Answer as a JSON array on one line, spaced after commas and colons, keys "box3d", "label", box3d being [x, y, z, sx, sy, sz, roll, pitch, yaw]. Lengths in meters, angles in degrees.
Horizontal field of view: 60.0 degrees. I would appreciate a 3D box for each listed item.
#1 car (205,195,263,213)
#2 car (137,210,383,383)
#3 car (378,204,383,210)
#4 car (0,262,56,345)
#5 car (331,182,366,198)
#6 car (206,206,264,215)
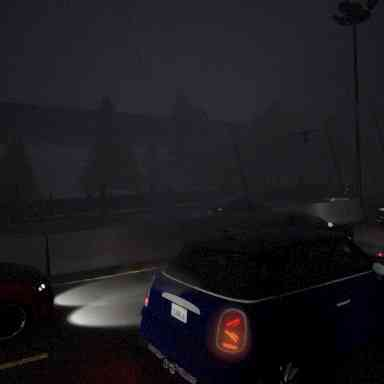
[{"box3d": [3.069, 0.988, 23.516, 4.674, 1.442, 1.812, -4, 2, -36], "label": "car"}, {"box3d": [1.581, 1.313, 4.907, 4.553, 1.767, 2.097, -1, 1, -36], "label": "car"}, {"box3d": [10.679, 0.865, 15.816, 4.902, 1.511, 2.128, -4, 2, -36], "label": "car"}, {"box3d": [-4.314, 1.565, 4.975, 4.181, 1.385, 1.994, 0, 0, -35], "label": "car"}, {"box3d": [18.228, -0.332, 38.830, 4.553, 1.767, 2.097, -4, 2, -36], "label": "car"}, {"box3d": [3.058, 1.321, 10.295, 5.008, 1.535, 1.882, -3, 1, -36], "label": "car"}]
